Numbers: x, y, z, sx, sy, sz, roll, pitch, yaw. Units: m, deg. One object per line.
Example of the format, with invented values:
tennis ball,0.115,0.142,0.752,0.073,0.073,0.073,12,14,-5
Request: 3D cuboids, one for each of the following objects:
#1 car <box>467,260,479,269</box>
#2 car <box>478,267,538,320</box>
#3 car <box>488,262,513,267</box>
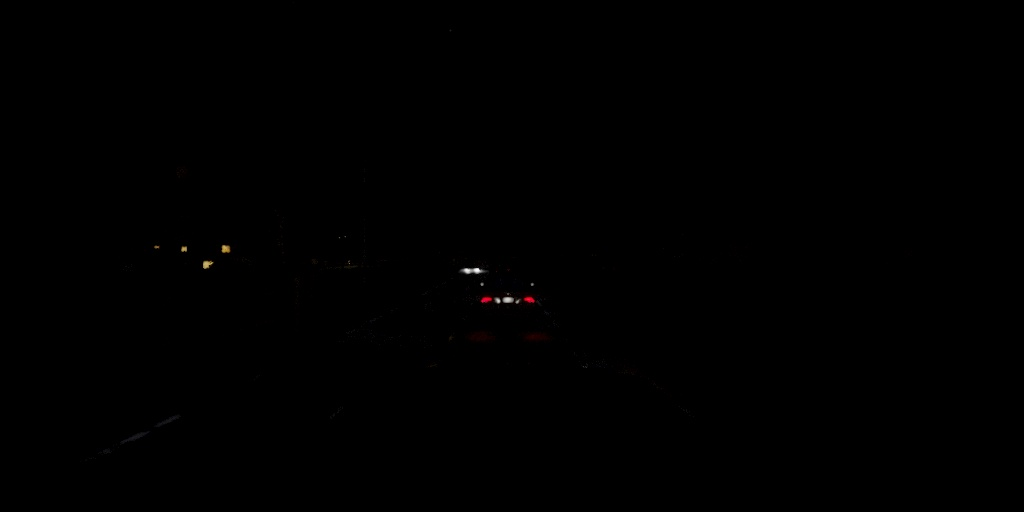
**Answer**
car,-6.125,1.337,55.872,1.895,1.301,4.718,0,0,-6
car,-0.160,1.284,12.583,2.033,1.411,5.357,0,0,-1
car,-0.918,1.233,29.782,1.837,1.490,4.892,0,0,-3
